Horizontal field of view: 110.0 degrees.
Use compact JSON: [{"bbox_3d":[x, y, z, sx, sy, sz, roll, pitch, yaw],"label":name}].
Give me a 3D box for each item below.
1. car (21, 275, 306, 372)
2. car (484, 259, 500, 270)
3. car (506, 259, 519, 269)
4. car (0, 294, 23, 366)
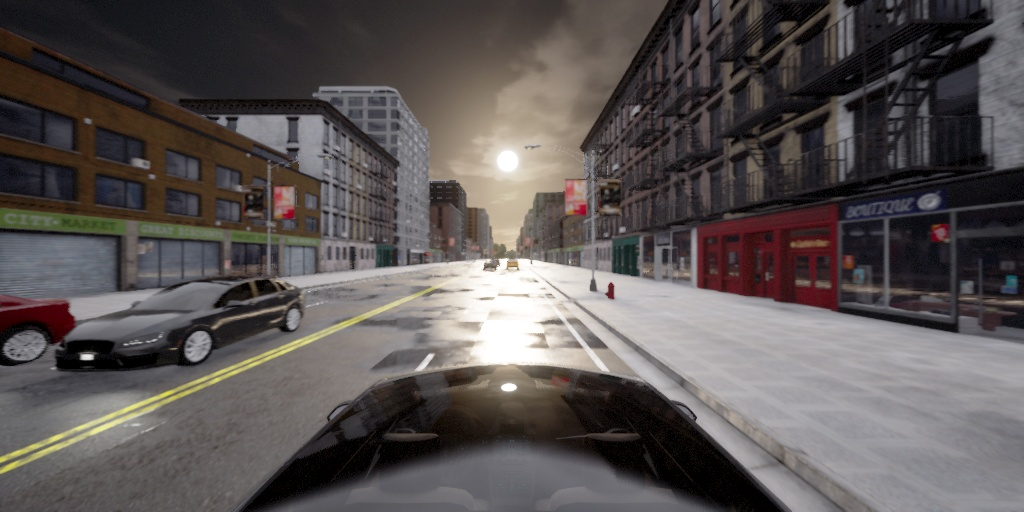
[{"bbox_3d":[-6.602,1.249,7.981,1.837,1.490,4.892,0,2,0],"label":"car"},{"bbox_3d":[-3.152,1.351,53.541,1.895,1.301,4.718,0,0,0],"label":"car"},{"bbox_3d":[0.099,1.229,56.195,1.882,1.535,5.008,0,0,0],"label":"car"},{"bbox_3d":[-9.850,1.228,5.144,1.882,1.535,5.008,0,0,0],"label":"car"}]
